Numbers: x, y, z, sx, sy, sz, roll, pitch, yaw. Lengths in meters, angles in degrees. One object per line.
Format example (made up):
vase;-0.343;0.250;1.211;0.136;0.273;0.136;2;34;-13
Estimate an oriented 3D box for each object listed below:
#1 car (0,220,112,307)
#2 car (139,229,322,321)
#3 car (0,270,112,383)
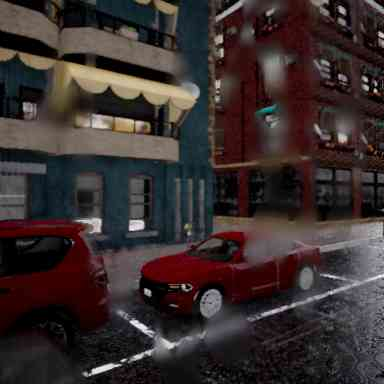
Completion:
car;-3.474;1.365;4.036;5.009;1.841;2.192;-1;1;-36
car;1.021;1.554;7.331;4.507;1.381;1.887;-1;1;-36
car;-3.002;1.586;1.183;5.357;1.411;2.033;-1;0;-36
